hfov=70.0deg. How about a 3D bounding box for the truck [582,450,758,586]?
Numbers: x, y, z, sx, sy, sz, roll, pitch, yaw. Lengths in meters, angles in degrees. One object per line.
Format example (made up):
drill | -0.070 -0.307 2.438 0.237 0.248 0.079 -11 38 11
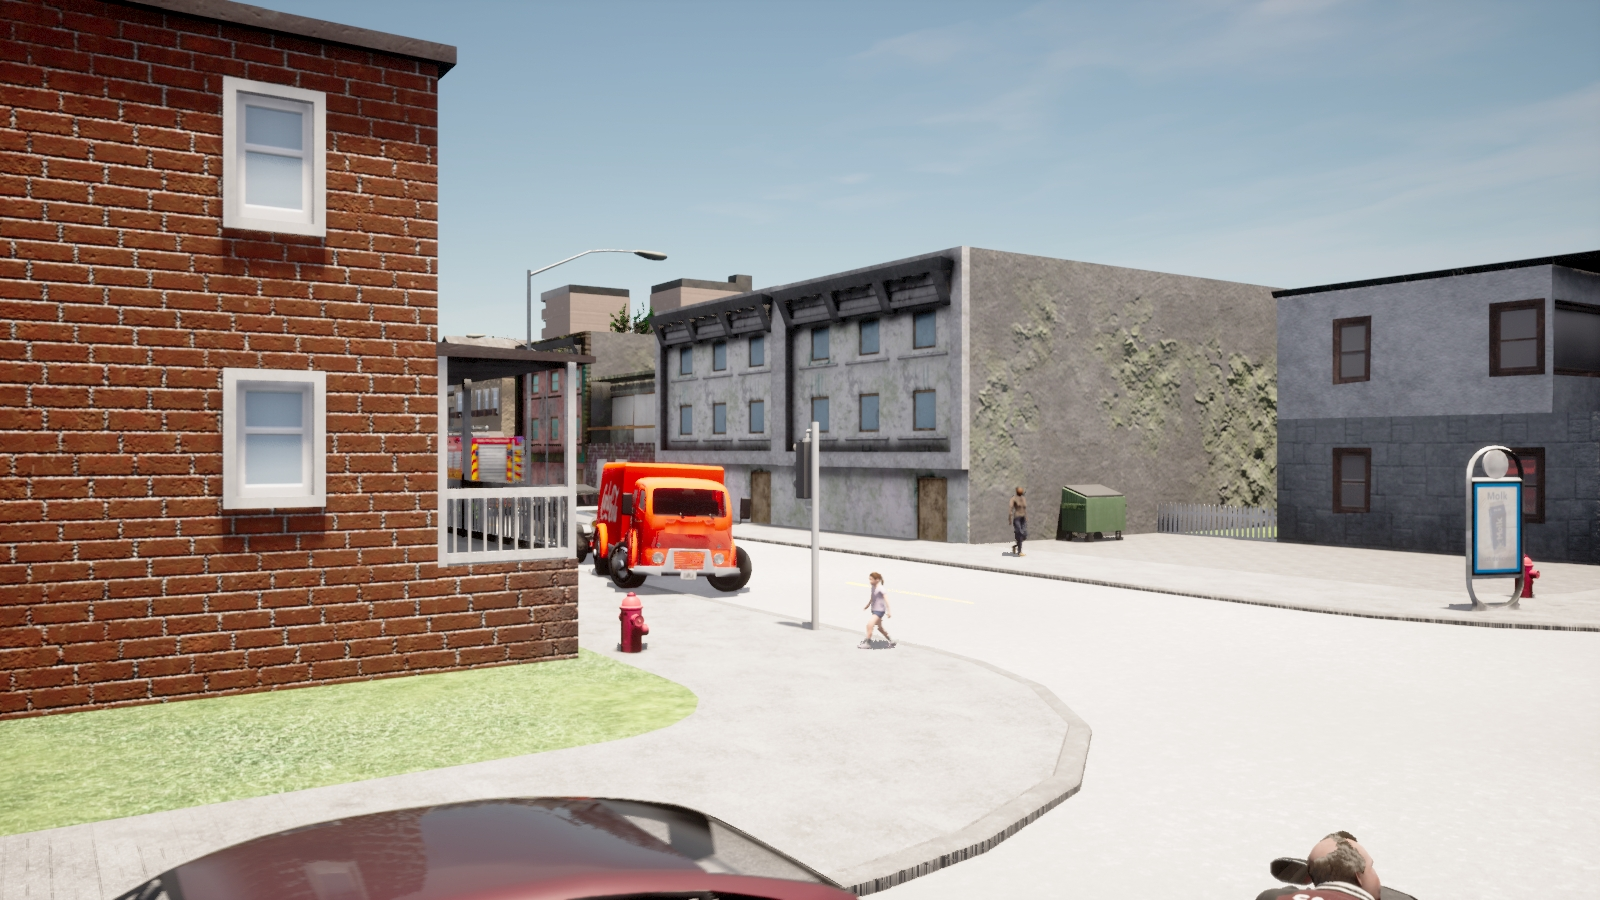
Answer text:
truck | -2.868 1.294 23.855 2.627 2.467 5.204 3 -1 -17

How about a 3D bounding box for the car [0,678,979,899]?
car | -1.453 1.809 3.471 3.705 1.549 1.789 1 0 -34

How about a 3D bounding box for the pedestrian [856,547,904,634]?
pedestrian | 1.089 1.897 15.539 0.500 1.100 0.500 0 0 -18

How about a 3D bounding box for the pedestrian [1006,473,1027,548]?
pedestrian | 5.467 1.525 28.864 0.375 1.860 0.375 0 0 -28
